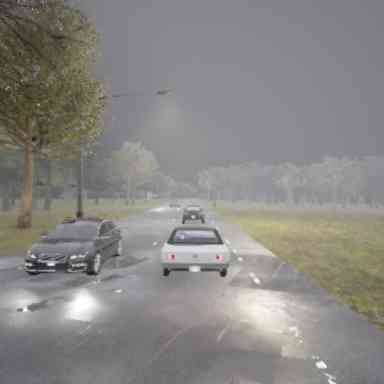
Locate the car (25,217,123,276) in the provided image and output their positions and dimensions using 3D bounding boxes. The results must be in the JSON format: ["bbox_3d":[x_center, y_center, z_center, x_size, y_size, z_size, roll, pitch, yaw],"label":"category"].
[{"bbox_3d":[-3.539,1.619,10.837,1.837,1.490,4.892,1,-1,0],"label":"car"}]

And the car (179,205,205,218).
[{"bbox_3d":[0.111,1.856,28.858,1.812,1.442,4.674,-1,-1,0],"label":"car"}]

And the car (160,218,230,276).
[{"bbox_3d":[0.099,1.762,10.970,1.895,1.301,4.718,1,-1,0],"label":"car"}]

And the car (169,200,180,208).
[{"bbox_3d":[-3.434,2.323,66.146,2.097,1.767,4.553,1,-2,0],"label":"car"}]
